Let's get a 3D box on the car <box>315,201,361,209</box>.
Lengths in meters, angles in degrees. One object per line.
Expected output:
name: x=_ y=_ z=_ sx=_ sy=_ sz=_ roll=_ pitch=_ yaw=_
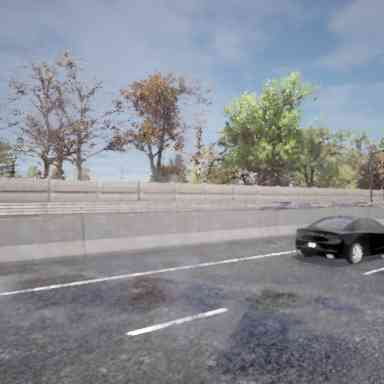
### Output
car: x=14.027 y=1.686 z=31.185 sx=4.553 sy=1.767 sz=2.097 roll=1 pitch=0 yaw=-35

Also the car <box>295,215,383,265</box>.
car: x=5.923 y=1.605 z=12.267 sx=5.008 sy=1.535 sz=1.882 roll=1 pitch=0 yaw=-35

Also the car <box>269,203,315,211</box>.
car: x=10.534 y=1.860 z=32.998 sx=5.357 sy=1.411 sz=2.033 roll=1 pitch=-1 yaw=-35

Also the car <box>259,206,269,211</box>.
car: x=9.726 y=1.879 z=36.717 sx=5.357 sy=1.411 sz=2.033 roll=1 pitch=0 yaw=-35
